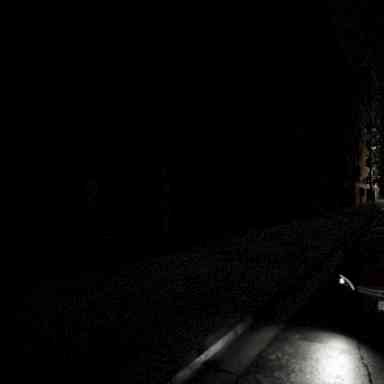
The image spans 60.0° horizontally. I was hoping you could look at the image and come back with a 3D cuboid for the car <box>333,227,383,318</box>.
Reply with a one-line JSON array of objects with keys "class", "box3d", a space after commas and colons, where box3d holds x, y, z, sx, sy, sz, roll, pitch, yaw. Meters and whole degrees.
[{"class": "car", "box3d": [4.321, 1.529, 7.137, 1.812, 1.442, 4.674, 0, 0, 33]}]
